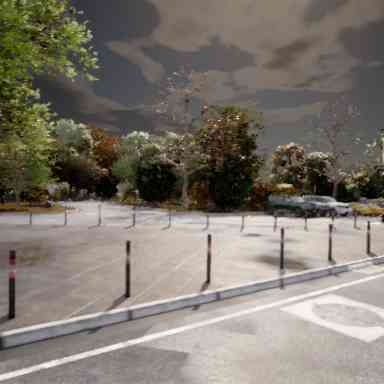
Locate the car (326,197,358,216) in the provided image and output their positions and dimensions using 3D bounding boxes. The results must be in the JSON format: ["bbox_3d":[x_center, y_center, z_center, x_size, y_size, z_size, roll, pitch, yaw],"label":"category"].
[{"bbox_3d":[14.015,1.483,35.469,2.435,2.045,5.566,2,-1,-35],"label":"car"}]

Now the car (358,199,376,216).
[{"bbox_3d":[18.595,1.932,38.878,1.946,1.575,5.366,3,-1,-34],"label":"car"}]

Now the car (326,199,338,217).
[{"bbox_3d":[11.702,1.652,33.893,2.231,1.521,4.892,2,-1,-35],"label":"car"}]

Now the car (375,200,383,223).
[{"bbox_3d":[14.703,1.462,21.088,2.185,1.767,4.553,2,-1,-35],"label":"car"}]

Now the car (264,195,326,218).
[{"bbox_3d":[9.529,1.324,32.357,2.435,2.045,5.566,2,-1,-35],"label":"car"}]

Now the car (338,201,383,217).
[{"bbox_3d":[20.787,2.036,40.384,1.946,1.575,5.366,3,-1,-34],"label":"car"}]
